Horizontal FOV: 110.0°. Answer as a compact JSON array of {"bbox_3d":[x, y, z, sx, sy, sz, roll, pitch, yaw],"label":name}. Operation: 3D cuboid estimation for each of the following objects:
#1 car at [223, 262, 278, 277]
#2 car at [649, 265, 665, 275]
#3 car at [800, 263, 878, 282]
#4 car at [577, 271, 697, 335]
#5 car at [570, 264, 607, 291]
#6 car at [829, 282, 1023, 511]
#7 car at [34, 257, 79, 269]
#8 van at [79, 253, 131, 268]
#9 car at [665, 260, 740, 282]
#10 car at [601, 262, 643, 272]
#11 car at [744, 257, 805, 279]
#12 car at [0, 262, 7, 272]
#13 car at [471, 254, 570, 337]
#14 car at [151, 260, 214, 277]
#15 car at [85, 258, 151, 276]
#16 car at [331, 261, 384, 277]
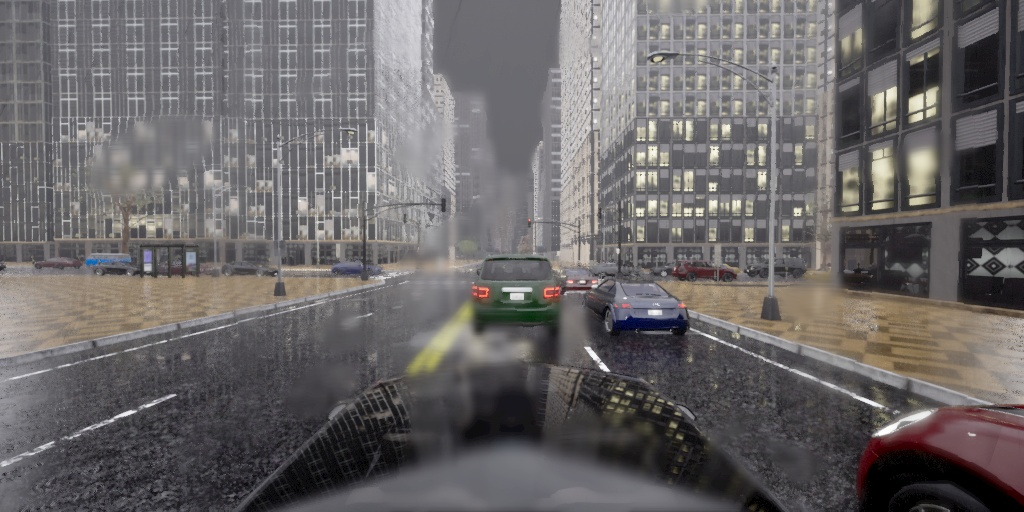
[{"bbox_3d":[-22.671,1.174,31.150,4.313,1.339,1.948,0,0,1],"label":"car"},{"bbox_3d":[16.486,1.367,36.343,4.892,1.490,1.837,0,1,-1],"label":"car"},{"bbox_3d":[27.701,1.578,30.322,4.829,1.417,1.751,0,0,1],"label":"car"},{"bbox_3d":[3.374,1.310,10.508,1.994,1.385,4.181,0,0,-1],"label":"car"},{"bbox_3d":[3.390,1.288,19.750,2.033,1.411,5.357,0,0,0],"label":"car"},{"bbox_3d":[3.344,1.103,0.464,2.097,1.767,4.553,0,0,0],"label":"car"},{"bbox_3d":[-50.890,0.793,40.290,4.207,1.307,1.802,0,0,1],"label":"car"},{"bbox_3d":[-45.208,0.605,40.163,3.998,1.789,1.690,0,0,1],"label":"van"},{"bbox_3d":[16.253,1.269,30.542,5.009,1.841,2.192,0,0,1],"label":"car"},{"bbox_3d":[9.606,1.345,33.244,4.902,1.511,2.128,1,1,1],"label":"car"},{"bbox_3d":[26.563,1.172,36.122,5.566,2.045,2.150,1,1,1],"label":"car"},{"bbox_3d":[-51.990,0.787,34.593,4.902,1.511,2.128,0,1,2],"label":"car"},{"bbox_3d":[0.117,0.967,10.415,2.150,2.045,5.566,0,0,0],"label":"car"},{"bbox_3d":[-28.354,1.138,31.295,4.207,1.307,1.802,0,0,1],"label":"car"},{"bbox_3d":[-34.035,1.069,31.480,4.313,1.339,1.948,0,0,1],"label":"car"},{"bbox_3d":[-14.491,1.164,33.671,4.674,1.442,1.812,1,1,1],"label":"car"}]
